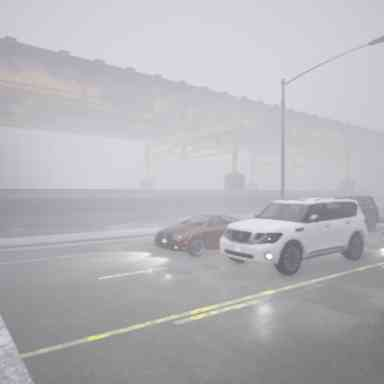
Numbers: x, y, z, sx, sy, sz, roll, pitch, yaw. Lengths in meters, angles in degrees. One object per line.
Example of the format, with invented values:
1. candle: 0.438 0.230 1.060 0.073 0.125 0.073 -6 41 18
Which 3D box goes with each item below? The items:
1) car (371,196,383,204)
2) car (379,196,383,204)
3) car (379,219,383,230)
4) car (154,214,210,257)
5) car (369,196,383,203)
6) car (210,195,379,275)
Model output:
1. car: 35.635 1.432 60.556 4.974 1.542 2.038 0 0 -7
2. car: 8.175 1.215 18.416 5.566 2.045 2.150 0 0 -35
3. car: 11.286 1.498 16.336 4.892 1.490 1.837 0 0 -35
4. car: 0.635 1.561 13.041 4.181 1.385 1.994 0 0 -36
5. car: 31.740 1.276 56.847 1.853 1.218 4.536 0 0 18
6. car: 3.507 1.218 10.791 5.566 2.045 2.150 0 0 -35
